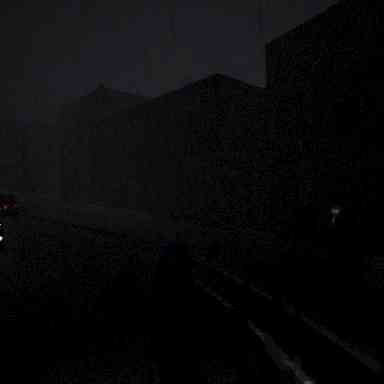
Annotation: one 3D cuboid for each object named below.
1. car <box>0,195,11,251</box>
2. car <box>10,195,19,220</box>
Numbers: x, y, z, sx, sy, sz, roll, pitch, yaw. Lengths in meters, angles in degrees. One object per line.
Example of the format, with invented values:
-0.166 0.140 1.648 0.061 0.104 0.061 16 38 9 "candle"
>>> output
-9.100 1.216 13.435 2.150 2.045 5.566 1 -1 -37 "car"
-15.898 1.233 27.306 2.150 2.045 5.566 1 0 -40 "car"
